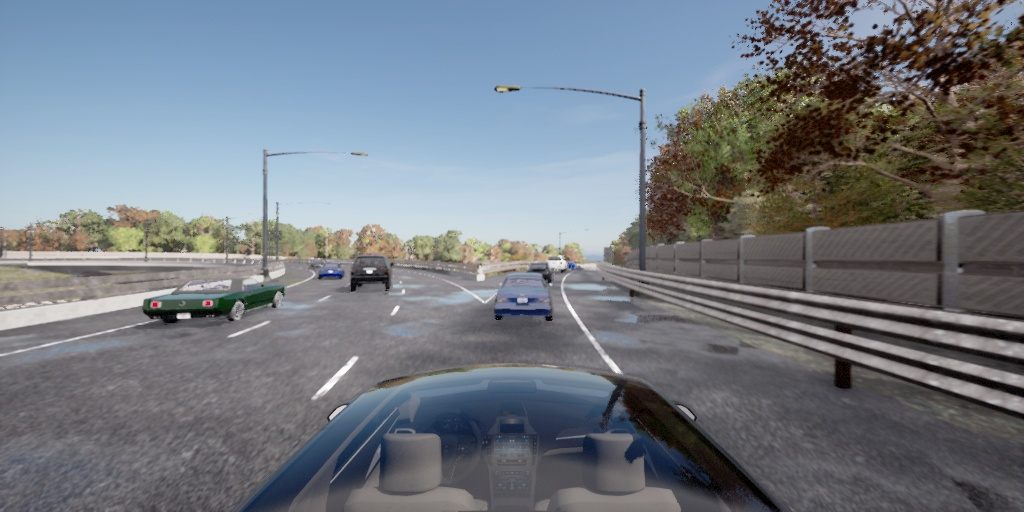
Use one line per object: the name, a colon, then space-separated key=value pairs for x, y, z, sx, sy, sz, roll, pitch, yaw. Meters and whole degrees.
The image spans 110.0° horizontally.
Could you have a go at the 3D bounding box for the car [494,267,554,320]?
car: x=0.466 y=1.300 z=12.639 sx=2.033 sy=1.411 sz=5.357 roll=0 pitch=0 yaw=4

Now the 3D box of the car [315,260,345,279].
car: x=-16.135 y=1.294 z=32.129 sx=1.994 sy=1.385 sz=4.181 roll=0 pitch=0 yaw=-24

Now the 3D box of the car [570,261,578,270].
car: x=9.584 y=1.563 z=60.291 sx=1.882 sy=1.535 sz=5.008 roll=0 pitch=-2 yaw=14

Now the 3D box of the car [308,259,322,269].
car: x=-29.751 y=1.205 z=54.642 sx=2.128 sy=1.511 sz=4.902 roll=0 pitch=0 yaw=-38

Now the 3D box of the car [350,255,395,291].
car: x=-8.548 y=0.960 z=22.119 sx=2.150 sy=2.045 sz=5.566 roll=0 pitch=0 yaw=-17

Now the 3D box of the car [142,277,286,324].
car: x=-9.392 y=1.338 z=11.927 sx=1.895 sy=1.301 sz=4.718 roll=0 pitch=0 yaw=-12

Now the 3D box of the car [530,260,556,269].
car: x=2.179 y=1.264 z=27.455 sx=1.837 sy=1.490 sz=4.892 roll=0 pitch=0 yaw=9

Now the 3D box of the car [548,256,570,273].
car: x=5.496 y=0.993 z=43.902 sx=2.150 sy=2.045 sz=5.566 roll=0 pitch=0 yaw=13
